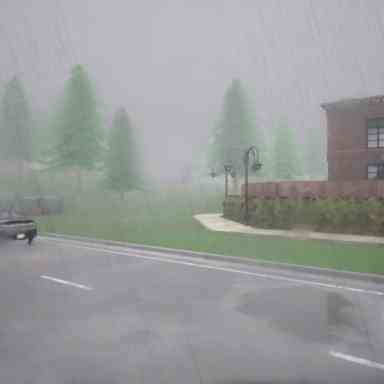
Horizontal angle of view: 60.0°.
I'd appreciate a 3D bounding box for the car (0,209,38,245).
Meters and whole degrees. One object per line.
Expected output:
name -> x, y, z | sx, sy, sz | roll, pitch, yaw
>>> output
car -> -8.611, 1.492, 14.315 | 4.902, 1.511, 2.128 | 0, 0, 36
